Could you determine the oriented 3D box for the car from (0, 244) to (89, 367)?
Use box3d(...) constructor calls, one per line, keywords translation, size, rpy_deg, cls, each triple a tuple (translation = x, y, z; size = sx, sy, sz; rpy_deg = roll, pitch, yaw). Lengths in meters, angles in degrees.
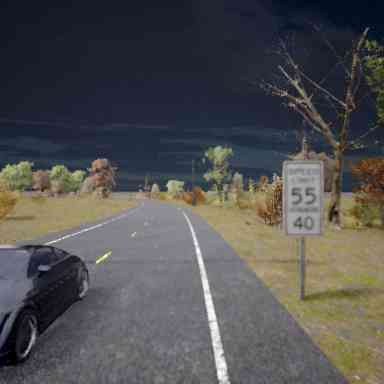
box3d(translation=(-3.258, 1.635, 5.759), size=(1.994, 1.385, 4.181), rpy_deg=(0, -1, -1), cls="car")
